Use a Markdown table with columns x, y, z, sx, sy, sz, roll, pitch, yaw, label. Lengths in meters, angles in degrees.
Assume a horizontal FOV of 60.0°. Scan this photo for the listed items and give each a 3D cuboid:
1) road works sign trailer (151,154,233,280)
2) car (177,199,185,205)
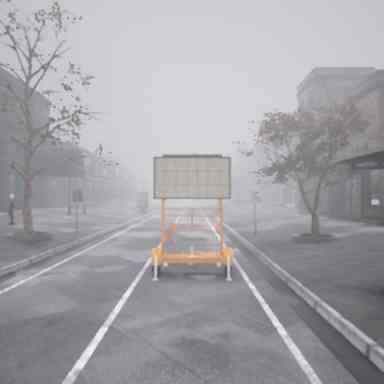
| x | y | z | sx | sy | sz | roll | pitch | yaw | label |
| --- | --- | --- | --- | --- | --- | --- | --- | --- | --- |
| 0.006 | 0.628 | 10.430 | 2.380 | 3.560 | 2.880 | 0 | -1 | 0 | road works sign trailer |
| -2.947 | 2.688 | 89.899 | 1.812 | 1.442 | 4.674 | 0 | -1 | 0 | car |
